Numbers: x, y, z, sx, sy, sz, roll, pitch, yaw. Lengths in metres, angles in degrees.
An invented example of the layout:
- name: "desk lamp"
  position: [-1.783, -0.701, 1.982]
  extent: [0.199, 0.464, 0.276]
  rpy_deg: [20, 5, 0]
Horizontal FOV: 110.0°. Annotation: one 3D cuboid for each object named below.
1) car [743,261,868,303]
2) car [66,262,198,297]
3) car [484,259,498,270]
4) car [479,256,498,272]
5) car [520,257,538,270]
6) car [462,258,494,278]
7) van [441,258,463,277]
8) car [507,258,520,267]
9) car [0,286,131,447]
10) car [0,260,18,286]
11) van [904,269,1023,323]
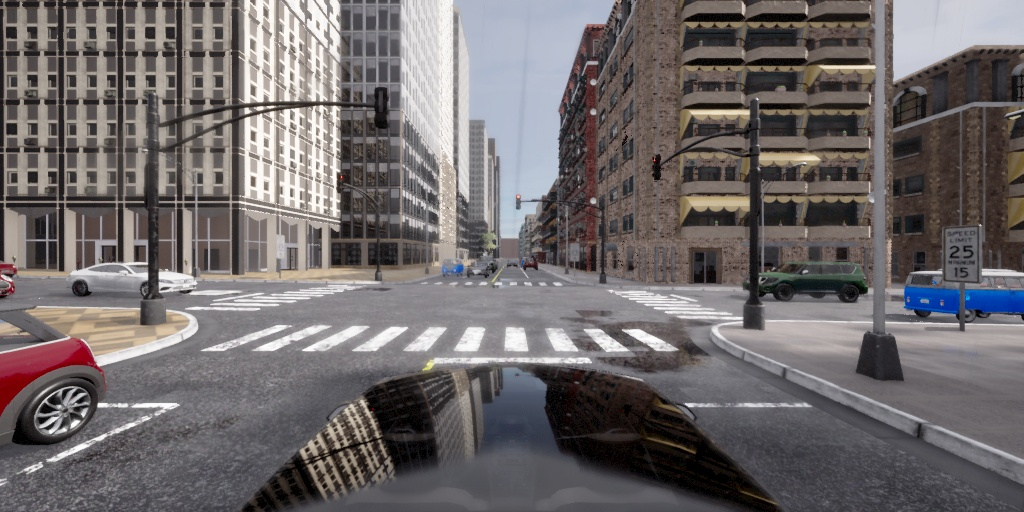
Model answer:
- name: "car"
  position: [15.446, 1.297, 19.004]
  extent: [5.566, 2.045, 2.150]
  rpy_deg: [1, 0, 0]
- name: "car"
  position: [-16.551, 0.989, 15.686]
  extent: [4.674, 1.442, 1.812]
  rpy_deg: [1, 0, 1]
- name: "car"
  position: [-3.126, 1.244, 54.166]
  extent: [1.882, 1.535, 5.008]
  rpy_deg: [0, 0, 0]
- name: "car"
  position: [-3.131, 0.982, 43.850]
  extent: [2.150, 2.045, 5.566]
  rpy_deg: [0, 0, 0]
- name: "car"
  position: [2.652, 1.079, 51.483]
  extent: [2.192, 1.841, 5.009]
  rpy_deg: [0, 0, 0]
- name: "car"
  position: [-3.126, 1.247, 33.957]
  extent: [2.128, 1.511, 4.902]
  rpy_deg: [0, 0, 0]
- name: "van"
  position: [-5.715, 1.097, 34.823]
  extent: [1.690, 1.789, 3.998]
  rpy_deg: [0, 0, 0]
- name: "car"
  position: [0.052, 1.373, 64.066]
  extent: [1.895, 1.301, 4.718]
  rpy_deg: [0, 0, 0]
- name: "car"
  position: [-5.691, 1.190, 2.349]
  extent: [1.967, 1.591, 4.097]
  rpy_deg: [0, 0, 0]
- name: "car"
  position: [-21.156, 0.818, 13.104]
  extent: [4.097, 1.591, 1.967]
  rpy_deg: [0, 0, 0]
- name: "van"
  position: [16.904, 1.453, 13.083]
  extent: [3.998, 1.789, 1.690]
  rpy_deg: [0, 0, 0]
